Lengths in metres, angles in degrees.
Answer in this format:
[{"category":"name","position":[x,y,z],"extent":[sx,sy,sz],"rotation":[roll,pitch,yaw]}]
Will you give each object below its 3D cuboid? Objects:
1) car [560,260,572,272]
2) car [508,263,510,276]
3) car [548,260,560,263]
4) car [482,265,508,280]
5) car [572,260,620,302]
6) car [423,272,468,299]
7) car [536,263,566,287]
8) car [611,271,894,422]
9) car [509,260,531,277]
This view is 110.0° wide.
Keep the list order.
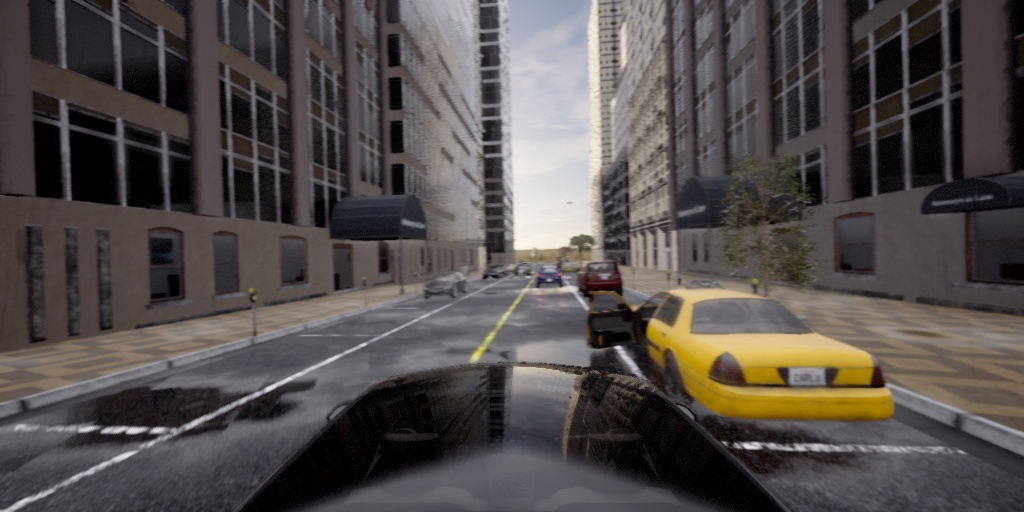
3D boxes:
[{"category":"car","position":[7.564,1.555,47.851],"extent":[1.751,1.417,4.829],"rotation":[0,0,6]},{"category":"car","position":[-1.355,1.778,42.932],"extent":[1.948,1.339,4.313],"rotation":[0,0,6]},{"category":"car","position":[4.843,1.584,46.900],"extent":[2.128,1.511,4.902],"rotation":[-2,0,6]},{"category":"car","position":[-1.926,1.738,37.286],"extent":[1.948,1.339,4.313],"rotation":[0,0,6]},{"category":"car","position":[4.691,1.137,19.451],"extent":[2.192,1.841,5.009],"rotation":[0,0,6]},{"category":"car","position":[-3.640,1.594,20.350],"extent":[2.007,1.370,4.403],"rotation":[0,0,6]},{"category":"car","position":[2.768,1.470,26.519],"extent":[1.812,1.442,4.674],"rotation":[-2,-1,6]},{"category":"car","position":[3.136,1.174,6.053],"extent":[1.801,1.575,5.366],"rotation":[-2,-1,6]},{"category":"car","position":[1.296,1.636,42.830],"extent":[2.128,1.511,4.902],"rotation":[-2,-1,6]}]
